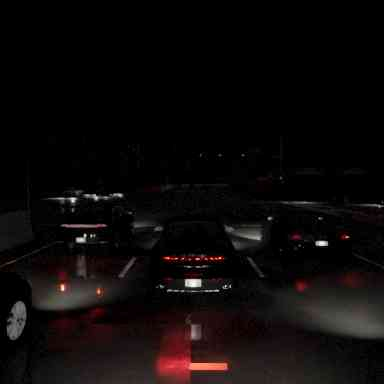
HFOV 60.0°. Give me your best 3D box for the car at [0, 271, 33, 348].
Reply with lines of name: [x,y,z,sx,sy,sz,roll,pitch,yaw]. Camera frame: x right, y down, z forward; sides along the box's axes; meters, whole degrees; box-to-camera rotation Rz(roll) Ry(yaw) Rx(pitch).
car: [-3.408,1.477,3.298,1.837,1.490,4.892,0,1,0]

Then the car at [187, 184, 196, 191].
car: [-0.070,-1.069,81.680,1.837,1.490,4.892,0,2,0]

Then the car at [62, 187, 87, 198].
car: [-17.636,0.025,49.256,1.812,1.442,4.674,0,2,0]

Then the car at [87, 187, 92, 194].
car: [-17.617,-0.284,59.761,1.994,1.385,4.181,0,2,0]

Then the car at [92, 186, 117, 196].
car: [-14.134,-0.184,54.144,1.882,1.535,5.008,0,2,0]

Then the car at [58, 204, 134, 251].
car: [-3.428,1.191,12.692,2.128,1.511,4.902,0,2,0]

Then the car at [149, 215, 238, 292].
car: [0.051,1.339,8.492,1.837,1.490,4.892,0,2,1]

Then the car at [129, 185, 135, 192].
car: [-14.064,-0.797,74.607,2.033,1.411,5.357,0,2,0]

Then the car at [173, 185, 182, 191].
car: [-3.570,-0.962,81.330,1.895,1.301,4.718,0,2,0]

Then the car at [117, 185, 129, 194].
car: [-14.095,-0.385,63.953,1.895,1.301,4.718,0,2,0]

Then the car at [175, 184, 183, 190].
car: [-3.578,-1.351,91.451,2.033,1.411,5.357,0,2,0]

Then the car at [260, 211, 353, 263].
car: [3.563,1.318,11.093,1.994,1.385,4.181,0,2,0]

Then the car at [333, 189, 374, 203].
car: [17.941,0.422,36.184,4.902,1.511,2.128,0,2,2]

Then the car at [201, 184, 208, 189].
car: [3.421,-1.408,91.489,1.895,1.301,4.718,0,2,0]

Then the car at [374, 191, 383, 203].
car: [21.345,0.598,32.554,5.357,1.411,2.033,0,2,2]

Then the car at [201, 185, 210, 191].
car: [3.431,-1.085,81.044,1.882,1.535,5.008,0,2,0]

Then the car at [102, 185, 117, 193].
car: [-17.561,-0.680,71.061,2.033,1.411,5.357,0,2,0]
